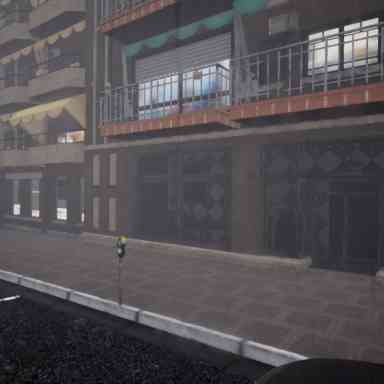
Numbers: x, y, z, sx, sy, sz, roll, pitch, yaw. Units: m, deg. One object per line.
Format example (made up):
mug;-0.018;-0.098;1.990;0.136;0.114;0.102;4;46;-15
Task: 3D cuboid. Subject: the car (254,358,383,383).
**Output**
car;2.147;1.551;1.326;4.403;1.369;2.008;0;1;36
